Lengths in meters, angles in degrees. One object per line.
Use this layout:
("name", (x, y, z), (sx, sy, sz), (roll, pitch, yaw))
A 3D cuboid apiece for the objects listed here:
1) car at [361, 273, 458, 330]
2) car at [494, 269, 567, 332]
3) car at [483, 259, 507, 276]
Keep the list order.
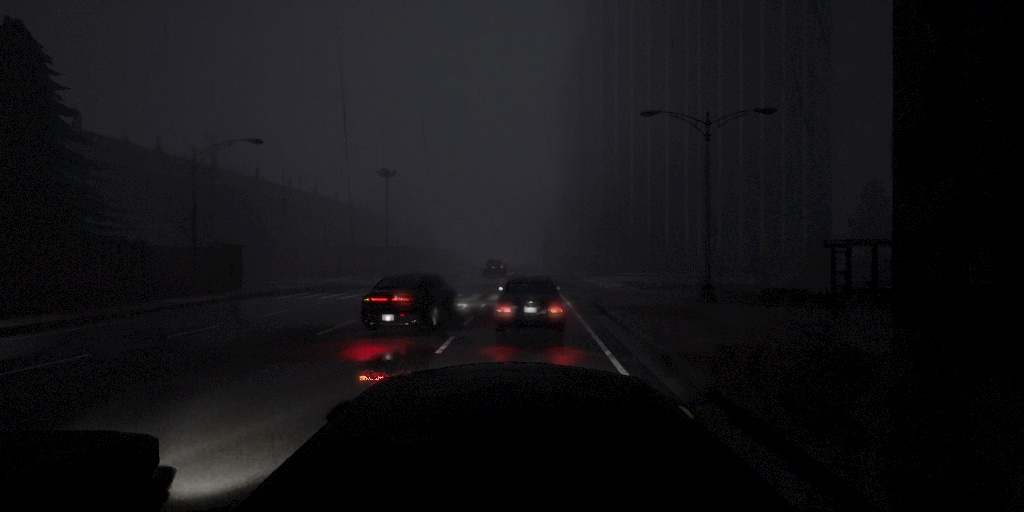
("car", (-2.935, 1.255, 11.158), (1.837, 1.490, 4.892), (0, 0, 2))
("car", (0.534, 1.297, 10.820), (2.033, 1.411, 5.357), (0, 0, 2))
("car", (-1.657, 1.120, 36.784), (2.097, 1.767, 4.553), (0, 0, 3))
